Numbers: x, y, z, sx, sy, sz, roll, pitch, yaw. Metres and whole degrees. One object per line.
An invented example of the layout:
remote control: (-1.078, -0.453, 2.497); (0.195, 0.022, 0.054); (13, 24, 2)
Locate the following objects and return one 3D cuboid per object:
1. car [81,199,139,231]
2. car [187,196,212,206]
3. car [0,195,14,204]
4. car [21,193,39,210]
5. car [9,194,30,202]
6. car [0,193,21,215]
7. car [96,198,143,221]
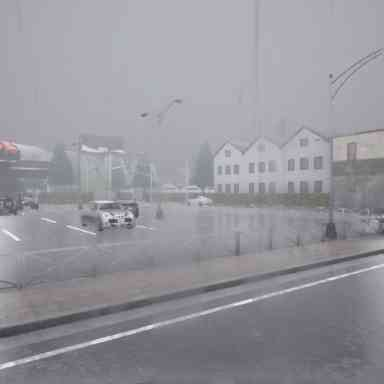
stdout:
car: (-4.685, 1.248, 18.327); (1.970, 1.475, 3.806); (0, 0, -36)
car: (1.137, 1.349, 49.282); (1.812, 1.442, 4.674); (0, 0, -35)
car: (-38.474, 1.495, 66.610); (4.611, 1.667, 2.242); (0, 0, -36)
car: (-19.163, 1.092, 38.620); (1.905, 1.878, 3.866); (0, 0, -36)
car: (-38.233, 1.328, 73.739); (3.866, 1.878, 1.905); (0, 0, -36)
car: (-17.266, 1.113, 30.307); (1.932, 1.855, 4.605); (0, 0, -36)
car: (-5.800, 1.313, 26.193); (2.007, 1.523, 4.514); (0, 0, -36)
